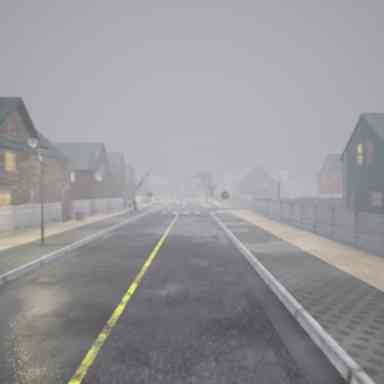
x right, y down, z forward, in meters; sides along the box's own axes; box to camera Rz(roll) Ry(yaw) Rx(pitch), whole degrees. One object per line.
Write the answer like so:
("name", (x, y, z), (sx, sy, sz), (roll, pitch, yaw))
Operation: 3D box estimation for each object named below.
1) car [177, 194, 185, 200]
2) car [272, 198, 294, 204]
("car", (-2.802, 1.268, 86.847), (1.837, 1.490, 4.892), (0, 0, 0))
("car", (11.354, 1.387, 40.271), (4.181, 1.385, 1.994), (-1, 1, 0))
